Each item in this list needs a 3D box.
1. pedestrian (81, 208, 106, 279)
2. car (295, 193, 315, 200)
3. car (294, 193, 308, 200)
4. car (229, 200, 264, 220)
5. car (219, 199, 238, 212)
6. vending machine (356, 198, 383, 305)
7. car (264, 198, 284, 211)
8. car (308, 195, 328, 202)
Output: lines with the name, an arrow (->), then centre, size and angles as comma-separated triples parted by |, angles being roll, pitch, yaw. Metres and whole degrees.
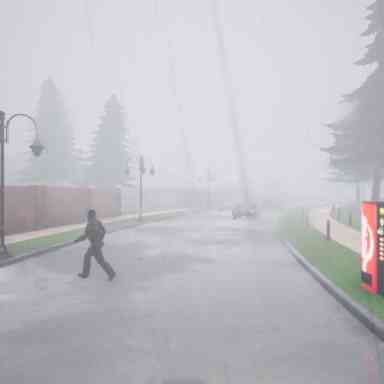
pedestrian -> -2.470, 1.294, 8.389 | 0.375, 1.860, 0.375 | 0, 0, 5
car -> 29.562, 1.173, 87.007 | 4.605, 1.855, 1.932 | 0, 0, 44
car -> 28.111, 1.175, 84.917 | 3.866, 1.878, 1.905 | 0, 0, 44
car -> 4.628, 1.601, 27.686 | 1.895, 1.301, 4.718 | 0, 0, 17
car -> 4.557, 1.525, 38.088 | 1.812, 1.442, 4.674 | 0, 0, 24
vending machine -> 4.205, 1.195, 7.018 | 1.100, 2.100, 0.880 | 0, 0, 5
car -> 10.063, 1.504, 41.192 | 1.837, 1.490, 4.892 | 0, 0, 26
car -> 27.513, 1.361, 71.346 | 2.128, 1.511, 4.902 | 0, 0, 44
